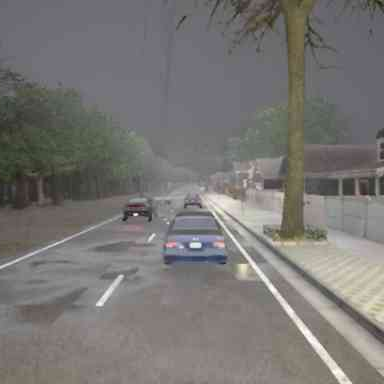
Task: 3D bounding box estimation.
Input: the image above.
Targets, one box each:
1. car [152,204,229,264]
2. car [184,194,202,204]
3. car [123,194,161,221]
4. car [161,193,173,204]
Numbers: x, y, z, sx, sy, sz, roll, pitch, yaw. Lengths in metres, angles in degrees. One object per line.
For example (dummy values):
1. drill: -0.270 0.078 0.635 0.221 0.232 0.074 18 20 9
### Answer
1. car: 0.093 1.339 10.879 2.033 1.411 5.357 0 1 0
2. car: 0.106 0.867 34.844 2.033 1.411 5.357 0 1 0
3. car: -3.395 1.070 22.491 1.837 1.490 4.892 0 1 0
4. car: -3.393 0.805 40.519 1.895 1.301 4.718 0 1 0
